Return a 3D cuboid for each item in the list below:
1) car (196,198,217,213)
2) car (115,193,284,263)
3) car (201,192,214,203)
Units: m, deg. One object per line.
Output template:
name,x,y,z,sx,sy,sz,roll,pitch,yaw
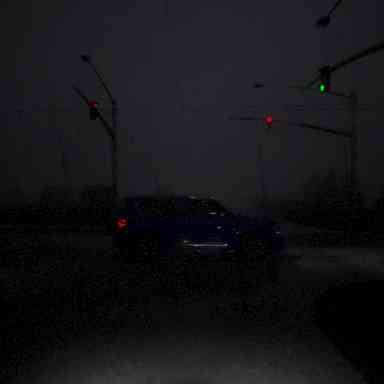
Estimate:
car,1.516,1.316,34.372,1.994,1.385,4.181,0,0,3
car,0.210,1.161,11.343,5.566,2.045,2.150,0,0,3
car,2.720,0.957,58.228,2.097,1.767,4.553,0,0,3
